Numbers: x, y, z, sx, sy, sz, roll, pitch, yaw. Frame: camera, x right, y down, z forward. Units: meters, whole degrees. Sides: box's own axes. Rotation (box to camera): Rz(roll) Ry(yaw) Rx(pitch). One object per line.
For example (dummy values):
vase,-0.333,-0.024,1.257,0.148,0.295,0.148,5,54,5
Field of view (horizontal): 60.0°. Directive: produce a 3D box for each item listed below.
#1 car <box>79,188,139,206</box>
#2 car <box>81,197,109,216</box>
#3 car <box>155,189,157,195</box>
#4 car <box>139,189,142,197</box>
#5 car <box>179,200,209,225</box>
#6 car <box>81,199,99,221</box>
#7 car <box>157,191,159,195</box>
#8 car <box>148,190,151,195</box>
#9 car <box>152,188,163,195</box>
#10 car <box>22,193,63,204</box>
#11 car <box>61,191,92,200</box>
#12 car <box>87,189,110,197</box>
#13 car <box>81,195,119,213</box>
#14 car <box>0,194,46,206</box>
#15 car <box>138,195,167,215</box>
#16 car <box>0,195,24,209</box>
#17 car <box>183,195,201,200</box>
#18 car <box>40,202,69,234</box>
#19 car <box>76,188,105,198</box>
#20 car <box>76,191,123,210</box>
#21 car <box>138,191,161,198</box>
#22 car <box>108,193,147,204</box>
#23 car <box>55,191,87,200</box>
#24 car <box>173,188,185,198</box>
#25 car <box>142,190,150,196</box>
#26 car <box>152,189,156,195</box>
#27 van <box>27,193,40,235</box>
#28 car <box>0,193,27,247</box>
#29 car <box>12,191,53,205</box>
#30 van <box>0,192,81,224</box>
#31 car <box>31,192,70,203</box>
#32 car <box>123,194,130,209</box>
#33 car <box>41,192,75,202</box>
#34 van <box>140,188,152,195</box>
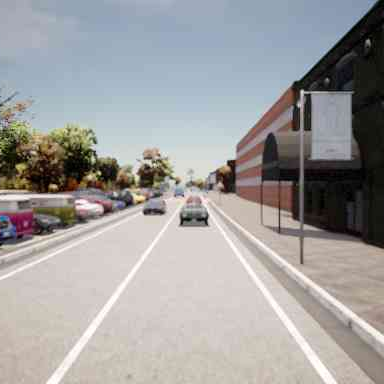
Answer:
car,-9.244,0.849,37.185,5.566,2.045,2.435,0,1,0
car,-9.261,1.352,25.889,4.674,1.452,2.002,0,1,0
car,-9.122,0.716,59.792,4.674,1.452,2.002,0,1,0
car,-9.223,0.868,42.838,4.553,1.767,2.185,0,1,0
car,0.143,1.444,22.854,1.895,1.301,4.718,0,1,0
car,-9.278,1.400,23.055,4.674,1.452,2.002,0,1,0
car,-9.104,0.663,62.617,4.674,1.452,2.002,0,1,0
car,-9.152,0.875,51.316,4.674,1.452,2.002,0,1,0
car,-9.077,0.515,68.266,5.008,1.535,2.097,0,1,0
car,-21.731,0.891,48.349,5.008,1.535,2.097,0,1,0
car,-21.672,0.625,62.589,4.892,1.521,2.231,0,1,0
car,-21.557,0.212,76.711,4.553,1.767,2.185,0,0,0
car,-9.246,1.258,28.714,5.008,1.535,2.097,0,1,0
car,-21.765,0.996,42.703,5.008,1.535,2.097,0,1,0
car,-3.270,1.294,30.279,2.033,1.411,5.357,0,1,0
car,-21.791,1.101,37.181,4.892,1.521,2.231,0,1,0
car,0.260,1.125,41.498,1.994,1.385,4.181,0,1,0
car,-9.303,1.434,17.390,4.674,1.452,2.002,0,0,0
car,-21.616,0.211,70.930,5.566,2.045,2.435,0,1,0
car,-9.271,1.080,31.537,4.553,1.767,2.185,0,1,0
car,-9.068,0.498,71.094,4.674,1.452,2.002,0,1,0
car,-9.353,0.885,48.491,5.366,1.575,1.946,0,1,0
car,-21.682,0.677,59.766,5.008,1.535,2.097,0,1,0
car,-2.759,0.244,71.575,2.150,2.045,5.566,0,1,1
car,-8.994,0.938,45.664,5.366,1.575,1.946,0,1,0
car,-9.102,0.759,56.966,4.792,1.488,2.163,0,1,0
van,-9.429,1.172,14.565,4.442,1.987,1.878,0,0,0
car,-9.296,1.149,11.739,5.566,2.045,2.435,0,0,0
car,-21.779,0.818,45.524,4.553,1.767,2.185,0,1,0
van,-9.405,1.162,20.096,4.442,1.987,1.878,0,0,0
car,-21.728,0.838,51.172,5.008,1.535,2.097,0,1,0
car,-9.230,1.193,34.365,4.674,1.452,2.002,0,1,0
car,-21.741,0.812,54.120,4.792,1.488,2.163,0,1,0
van,-9.260,0.556,54.137,4.442,1.987,1.878,0,1,0
